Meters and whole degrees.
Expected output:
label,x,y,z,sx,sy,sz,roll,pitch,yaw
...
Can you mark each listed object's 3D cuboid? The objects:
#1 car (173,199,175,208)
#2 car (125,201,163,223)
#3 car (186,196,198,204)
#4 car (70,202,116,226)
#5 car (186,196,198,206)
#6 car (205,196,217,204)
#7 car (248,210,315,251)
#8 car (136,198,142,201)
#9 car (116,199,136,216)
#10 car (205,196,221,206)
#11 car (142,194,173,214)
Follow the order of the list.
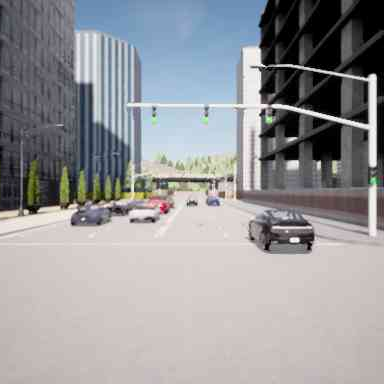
label,x,y,z,sx,sy,sz,roll,pitch,yaw
car,-3.497,1.347,45.548,2.097,1.767,4.553,0,0,0
car,-3.594,1.611,25.784,1.895,1.301,4.718,0,0,0
car,0.005,1.474,62.760,2.128,1.511,4.902,0,0,0
car,-7.094,1.575,23.663,1.994,1.385,4.181,0,0,0
car,0.028,1.590,53.493,1.895,1.301,4.718,0,0,0
car,3.505,1.488,62.408,1.837,1.490,4.892,0,0,0
car,3.601,1.497,14.084,2.128,1.511,4.902,0,-1,0
car,-7.015,1.544,43.052,2.033,1.411,5.357,0,0,0
car,-7.084,1.605,32.424,1.895,1.301,4.718,0,0,0
car,3.504,1.516,53.333,1.812,1.442,4.674,0,0,0
car,-3.572,1.224,35.558,2.150,2.045,5.566,0,0,0
